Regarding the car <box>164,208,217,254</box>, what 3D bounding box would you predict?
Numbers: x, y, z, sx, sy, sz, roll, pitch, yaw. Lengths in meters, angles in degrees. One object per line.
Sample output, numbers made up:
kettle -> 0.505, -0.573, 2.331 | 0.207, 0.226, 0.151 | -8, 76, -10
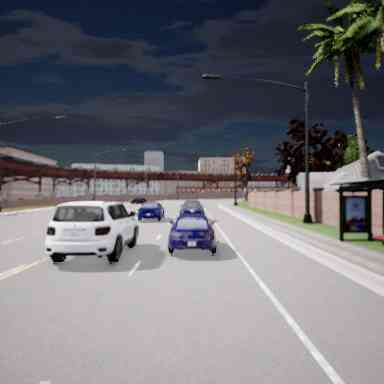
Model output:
car -> 0.018, 1.643, 13.888 | 1.812, 1.442, 4.674 | 0, 0, 0

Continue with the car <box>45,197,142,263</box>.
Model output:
car -> -3.494, 1.339, 12.587 | 2.150, 2.045, 5.566 | 0, 0, 0

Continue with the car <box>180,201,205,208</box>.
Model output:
car -> 0.015, 1.508, 28.411 | 2.097, 1.767, 4.553 | 0, 0, 0

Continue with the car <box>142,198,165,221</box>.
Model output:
car -> -3.479, 1.638, 29.222 | 1.882, 1.535, 5.008 | 0, 0, 0

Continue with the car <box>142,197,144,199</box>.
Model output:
car -> -10.021, 1.660, 62.625 | 1.882, 1.535, 5.008 | -1, 0, 8

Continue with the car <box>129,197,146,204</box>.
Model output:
car -> -11.713, 1.803, 71.443 | 1.895, 1.301, 4.718 | 0, 0, 14
